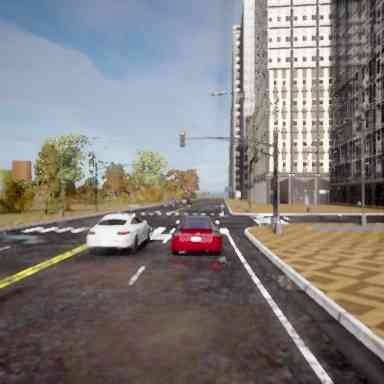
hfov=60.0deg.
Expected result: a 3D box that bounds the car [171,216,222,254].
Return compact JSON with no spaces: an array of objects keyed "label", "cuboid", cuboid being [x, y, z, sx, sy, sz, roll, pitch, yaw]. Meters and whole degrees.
[{"label":"car","cuboid":[0.232,1.695,14.099,1.994,1.385,4.181,0,0,2]}]

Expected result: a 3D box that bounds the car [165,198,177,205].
[{"label":"car","cuboid":[-4.666,2.036,73.727,2.097,1.767,4.553,0,-1,5]}]

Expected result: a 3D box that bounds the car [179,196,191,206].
[{"label":"car","cuboid":[-1.436,1.905,73.371,2.150,2.045,5.566,0,-1,5]}]

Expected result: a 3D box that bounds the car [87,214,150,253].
[{"label":"car","cuboid":[-3.014,1.657,14.268,1.812,1.442,4.674,0,0,2]}]
